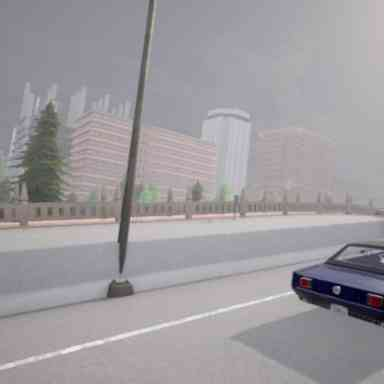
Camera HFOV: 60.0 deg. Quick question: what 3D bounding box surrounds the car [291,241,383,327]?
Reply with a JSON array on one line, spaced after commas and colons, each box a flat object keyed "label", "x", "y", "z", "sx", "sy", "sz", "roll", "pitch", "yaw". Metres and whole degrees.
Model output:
[{"label": "car", "x": 4.233, "y": 1.674, "z": 6.751, "sx": 4.718, "sy": 1.301, "sz": 1.895, "roll": 1, "pitch": 0, "yaw": -35}]

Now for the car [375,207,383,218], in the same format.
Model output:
[{"label": "car", "x": 22.173, "y": 2.179, "z": 36.915, "sx": 4.674, "sy": 1.442, "sz": 1.812, "roll": 4, "pitch": -2, "yaw": -35}]
